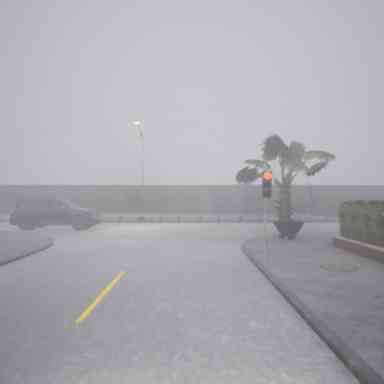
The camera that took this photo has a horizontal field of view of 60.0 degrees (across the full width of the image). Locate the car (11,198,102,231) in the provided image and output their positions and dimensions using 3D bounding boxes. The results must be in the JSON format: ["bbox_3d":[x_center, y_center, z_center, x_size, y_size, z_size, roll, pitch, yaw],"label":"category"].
[{"bbox_3d":[-8.783,1.443,21.708,5.566,2.045,2.150,0,-1,0],"label":"car"}]
